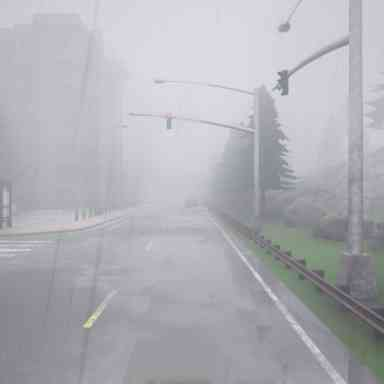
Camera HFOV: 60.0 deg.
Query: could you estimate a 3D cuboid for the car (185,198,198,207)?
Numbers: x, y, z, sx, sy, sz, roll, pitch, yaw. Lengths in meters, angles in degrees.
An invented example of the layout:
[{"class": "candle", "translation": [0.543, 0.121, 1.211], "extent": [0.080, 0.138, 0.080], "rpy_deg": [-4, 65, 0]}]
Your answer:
[{"class": "car", "translation": [-0.039, 1.564, 50.677], "extent": [1.994, 1.385, 4.181], "rpy_deg": [0, 0, 0]}]
